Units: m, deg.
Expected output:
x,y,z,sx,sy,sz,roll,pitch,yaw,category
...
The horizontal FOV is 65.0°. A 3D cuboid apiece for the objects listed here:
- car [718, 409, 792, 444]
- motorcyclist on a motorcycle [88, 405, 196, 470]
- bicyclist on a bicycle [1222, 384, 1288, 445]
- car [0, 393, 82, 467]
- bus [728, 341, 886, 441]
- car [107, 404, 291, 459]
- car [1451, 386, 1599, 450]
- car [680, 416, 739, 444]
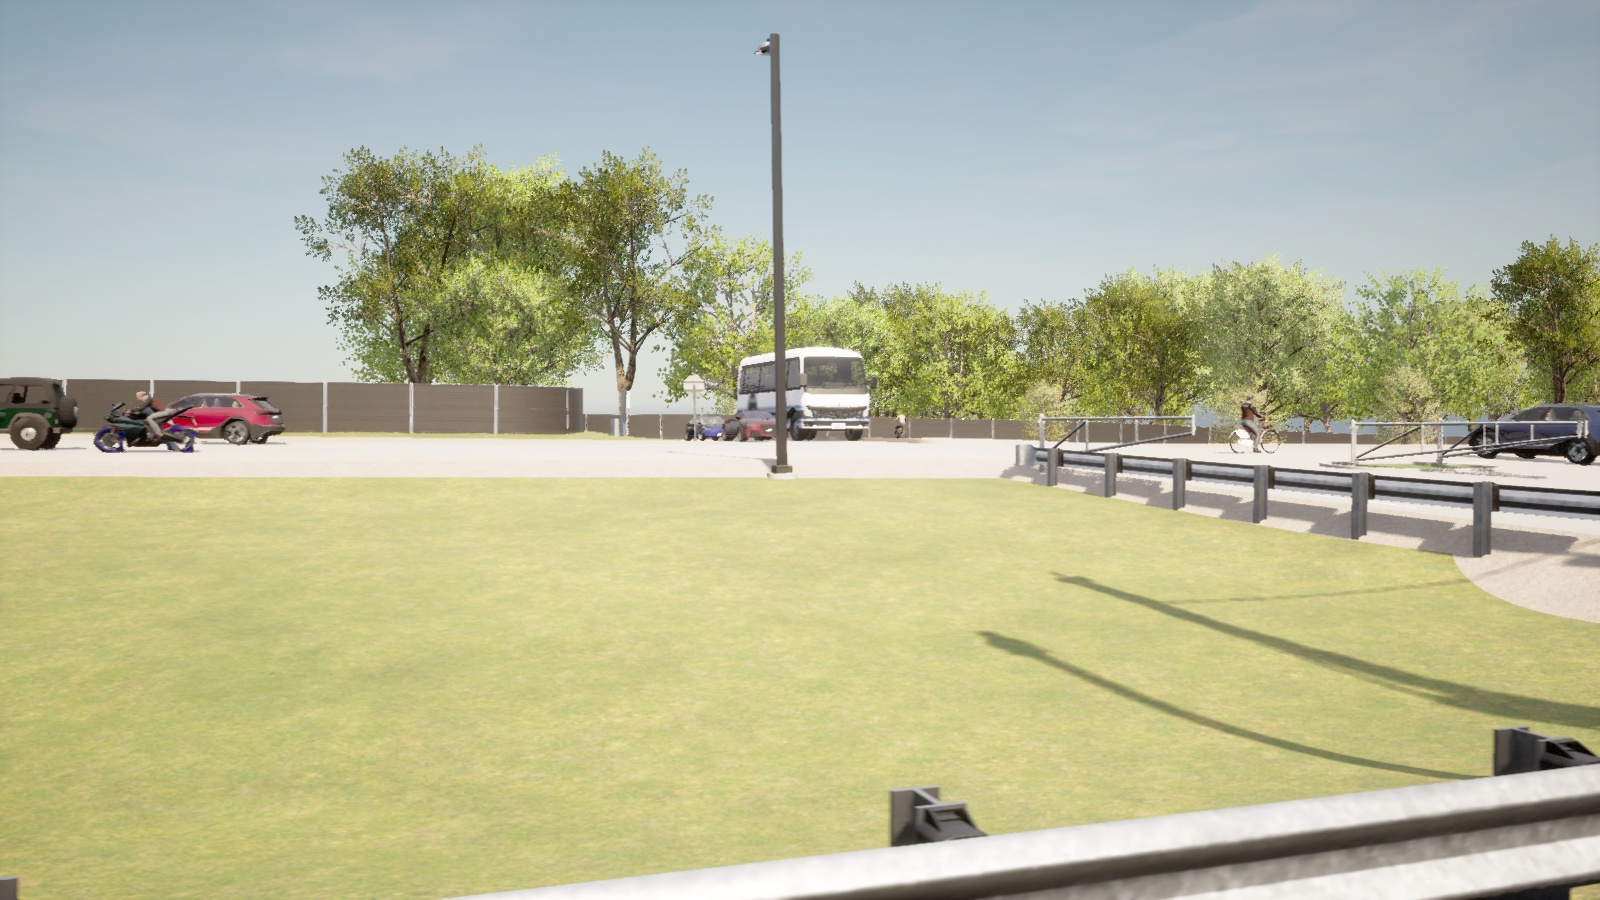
x,y,z,sx,sy,sz,roll,pitch,yaw,category
-2.000,-1.012,54.627,1.994,1.385,4.181,-2,1,-20,car
-15.995,-0.314,30.600,2.191,1.530,0.866,-1,1,-20,motorcyclist on a motorcycle
13.625,-1.059,37.608,1.843,1.776,0.659,-2,1,-20,bicyclist on a bicycle
-20.992,-0.505,32.510,3.866,1.878,1.905,-1,1,-20,car
0.071,-2.576,58.926,3.944,4.253,10.273,-2,1,-20,bus
-19.073,-0.599,40.022,4.856,1.649,2.033,-1,1,-3,car
21.026,-0.949,35.071,2.033,1.649,4.856,-1,3,-21,car
-5.358,-1.160,73.523,2.163,1.488,4.792,-2,1,-20,car
